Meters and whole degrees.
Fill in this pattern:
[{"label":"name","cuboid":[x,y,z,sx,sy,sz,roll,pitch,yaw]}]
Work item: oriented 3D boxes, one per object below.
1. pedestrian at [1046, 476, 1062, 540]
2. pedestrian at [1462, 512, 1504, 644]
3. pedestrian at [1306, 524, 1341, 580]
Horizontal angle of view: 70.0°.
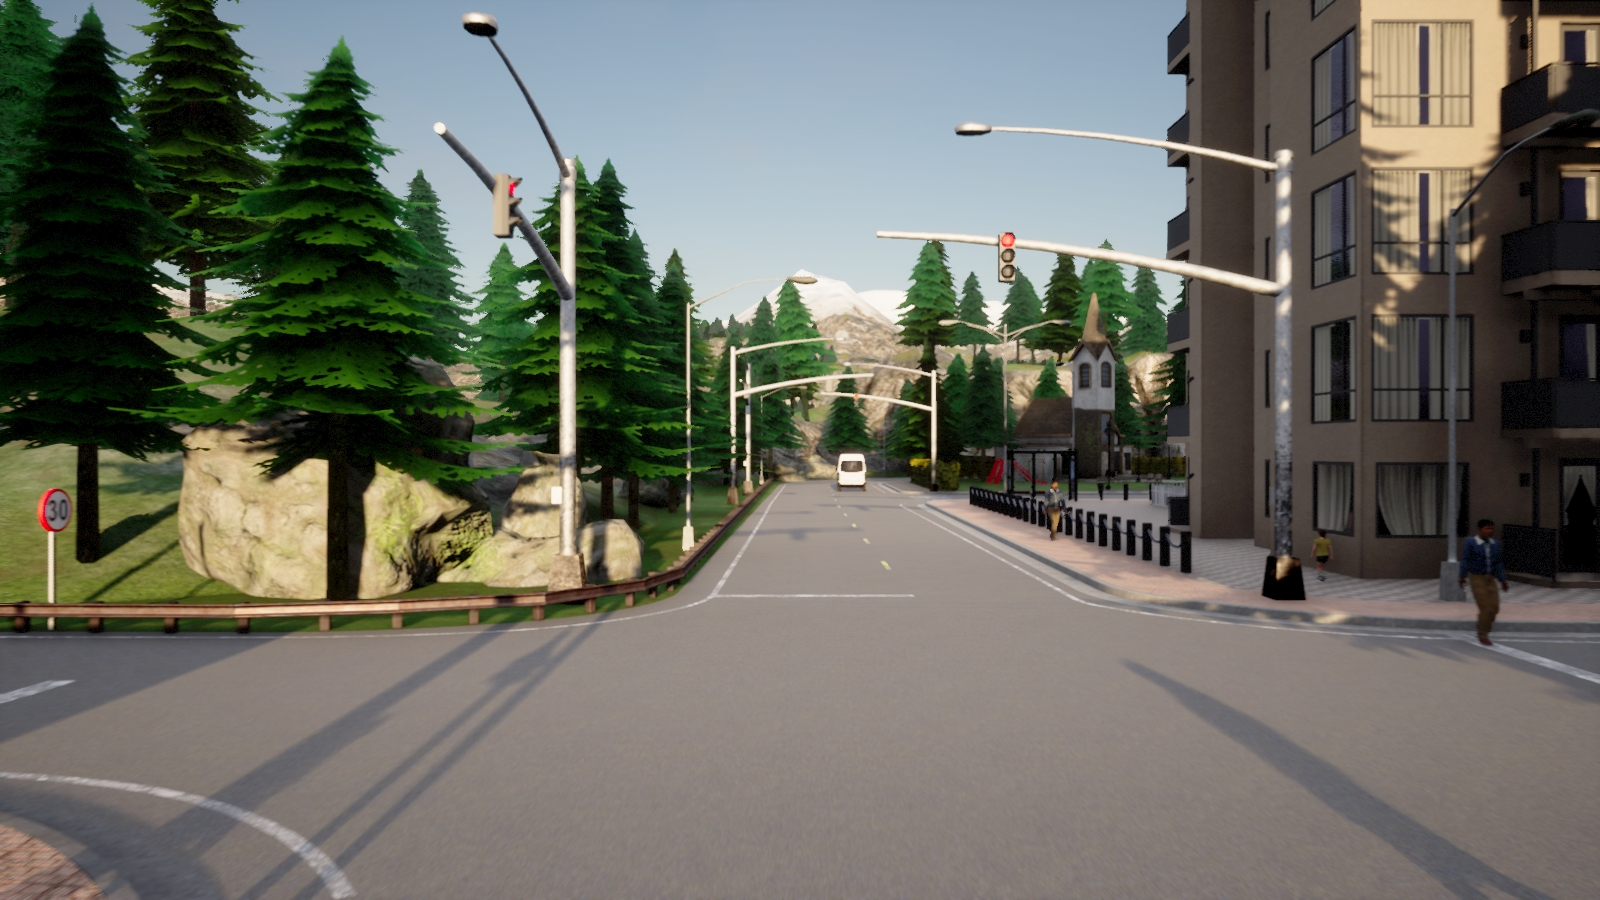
[{"label":"pedestrian","cuboid":[7.420,1.690,33.380,0.375,1.860,0.375,0,0,1]},{"label":"pedestrian","cuboid":[9.807,1.828,16.408,0.375,1.860,0.375,0,0,1]},{"label":"pedestrian","cuboid":[10.614,2.058,23.166,0.500,1.100,0.500,0,0,1]}]
